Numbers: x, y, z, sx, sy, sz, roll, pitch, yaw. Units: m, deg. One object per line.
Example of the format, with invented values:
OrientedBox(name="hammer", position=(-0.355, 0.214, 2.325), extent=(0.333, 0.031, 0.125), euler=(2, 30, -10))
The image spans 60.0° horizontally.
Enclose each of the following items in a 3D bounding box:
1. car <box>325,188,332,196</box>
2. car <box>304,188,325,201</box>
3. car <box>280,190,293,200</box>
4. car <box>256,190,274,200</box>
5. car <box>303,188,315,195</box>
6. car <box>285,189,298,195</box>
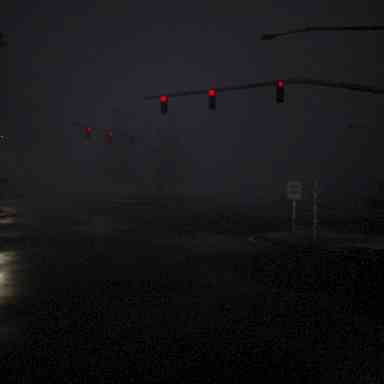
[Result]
OrientedBox(name="car", position=(28.918, -0.041, 71.474), extent=(1.837, 1.490, 4.892), euler=(1, 2, 26))
OrientedBox(name="car", position=(17.692, 0.472, 48.095), extent=(1.812, 1.442, 4.674), euler=(1, 2, 26))
OrientedBox(name="car", position=(14.343, 0.458, 49.215), extent=(1.994, 1.385, 4.181), euler=(1, 2, 26))
OrientedBox(name="car", position=(11.100, 0.362, 50.542), extent=(1.812, 1.442, 4.674), euler=(1, 2, 26))
OrientedBox(name="car", position=(25.782, -0.103, 73.027), extent=(1.837, 1.490, 4.892), euler=(1, 2, 26))
OrientedBox(name="car", position=(21.958, -0.041, 73.166), extent=(1.895, 1.301, 4.718), euler=(1, 2, 26))
